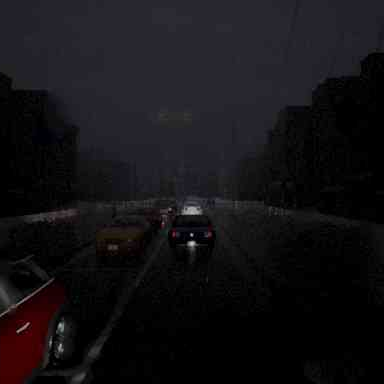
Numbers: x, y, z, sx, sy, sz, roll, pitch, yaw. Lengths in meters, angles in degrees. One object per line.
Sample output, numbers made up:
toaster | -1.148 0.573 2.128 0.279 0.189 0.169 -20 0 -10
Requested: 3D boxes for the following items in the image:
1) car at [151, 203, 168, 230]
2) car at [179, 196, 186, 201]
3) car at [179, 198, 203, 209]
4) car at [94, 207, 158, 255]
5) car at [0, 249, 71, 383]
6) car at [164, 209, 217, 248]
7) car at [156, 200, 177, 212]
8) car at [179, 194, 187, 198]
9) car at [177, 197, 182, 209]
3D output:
car | -2.630 1.559 19.034 1.887 1.381 4.507 1 0 0
car | -2.633 1.797 89.534 1.802 1.307 4.206 0 0 0
car | 0.000 1.564 29.651 1.812 1.442 4.674 0 0 0
car | -2.630 1.533 13.484 1.752 1.417 4.829 1 0 0
car | -2.629 1.440 2.894 1.967 1.590 4.097 1 0 0
car | 0.000 1.626 14.680 1.895 1.301 4.718 0 0 0
car | -2.630 1.470 29.794 1.967 1.590 4.097 1 0 0
car | -2.632 1.692 78.155 1.752 1.417 4.829 0 0 0
car | -2.631 1.616 40.555 1.947 1.339 4.313 0 0 0
